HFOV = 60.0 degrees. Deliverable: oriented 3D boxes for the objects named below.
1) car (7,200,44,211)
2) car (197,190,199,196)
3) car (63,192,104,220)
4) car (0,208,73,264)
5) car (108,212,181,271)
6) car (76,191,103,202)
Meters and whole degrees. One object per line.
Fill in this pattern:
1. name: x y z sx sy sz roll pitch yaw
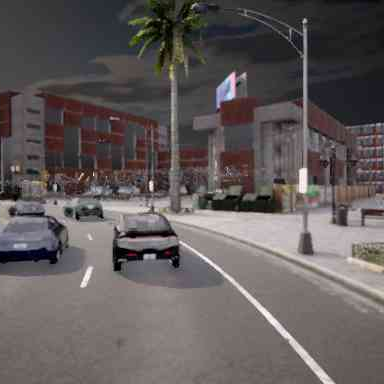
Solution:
1. car: -13.443 1.337 26.857 2.033 1.411 5.357 -1 1 -40
2. car: 1.915 0.808 58.984 4.674 1.452 2.002 0 1 35
3. car: -8.521 1.129 25.844 2.097 1.767 4.553 -1 1 -34
4. car: -5.374 1.473 11.303 1.994 1.385 4.181 0 0 -16
5. car: -1.609 1.389 10.700 2.128 1.511 4.902 0 1 -13
6. car: -18.356 0.737 59.372 4.553 1.767 2.185 0 1 35
